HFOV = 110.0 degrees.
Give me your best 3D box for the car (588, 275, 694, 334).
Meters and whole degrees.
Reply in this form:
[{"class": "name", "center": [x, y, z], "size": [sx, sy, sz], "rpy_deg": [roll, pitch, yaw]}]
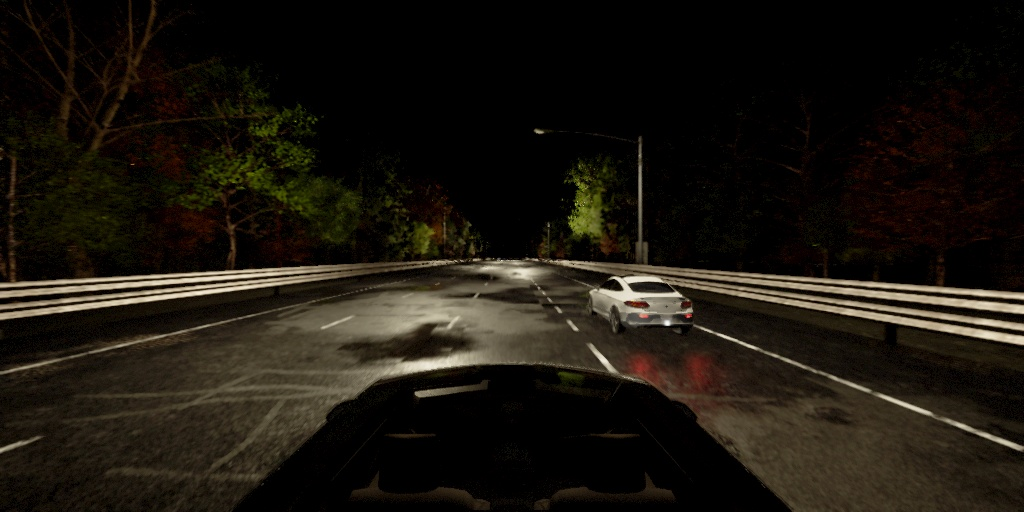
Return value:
[{"class": "car", "center": [3.518, 1.276, 10.471], "size": [1.812, 1.442, 4.674], "rpy_deg": [0, 0, 0]}]
